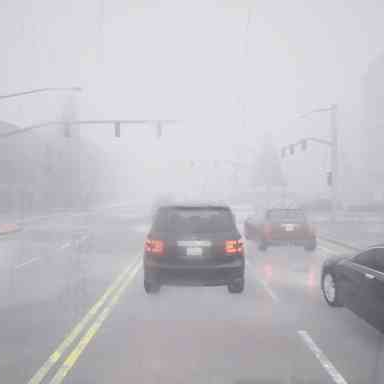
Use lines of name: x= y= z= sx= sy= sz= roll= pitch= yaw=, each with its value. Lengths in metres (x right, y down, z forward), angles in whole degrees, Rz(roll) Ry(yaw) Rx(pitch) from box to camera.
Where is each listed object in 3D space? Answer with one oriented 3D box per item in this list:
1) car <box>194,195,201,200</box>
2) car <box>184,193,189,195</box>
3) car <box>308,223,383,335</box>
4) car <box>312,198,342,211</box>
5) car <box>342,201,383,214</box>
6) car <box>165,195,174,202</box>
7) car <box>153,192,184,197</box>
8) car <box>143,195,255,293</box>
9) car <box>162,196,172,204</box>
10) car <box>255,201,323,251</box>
car: x=1.467 y=1.552 z=90.364 sx=1.994 sy=1.385 sz=4.181 roll=0 pitch=0 yaw=-1
car: x=-1.790 y=1.495 z=80.218 sx=1.837 sy=1.490 sz=4.892 roll=0 pitch=0 yaw=-1
car: x=3.607 y=1.505 z=5.081 sx=1.837 sy=1.490 sz=4.892 roll=0 pitch=0 yaw=0
car: x=14.438 y=1.505 z=37.562 sx=4.892 sy=1.490 sz=1.837 roll=0 pitch=0 yaw=-2
car: x=18.487 y=1.601 z=34.169 sx=4.718 sy=1.301 sz=1.895 roll=0 pitch=0 yaw=-2
car: x=-5.262 y=1.461 z=79.024 sx=1.882 sy=1.535 sz=5.008 roll=0 pitch=0 yaw=-1
car: x=-3.106 y=1.223 z=37.967 sx=2.150 sy=2.045 sz=5.566 roll=-1 pitch=0 yaw=-20
car: x=0.054 y=1.221 z=8.984 sx=2.150 sy=2.045 sz=5.566 roll=0 pitch=0 yaw=0
car: x=-4.995 y=1.525 z=66.998 sx=1.812 sy=1.442 sz=4.674 roll=0 pitch=0 yaw=-1
car: x=3.535 y=1.352 z=14.162 sx=2.097 sy=1.767 sz=4.553 roll=0 pitch=0 yaw=0
